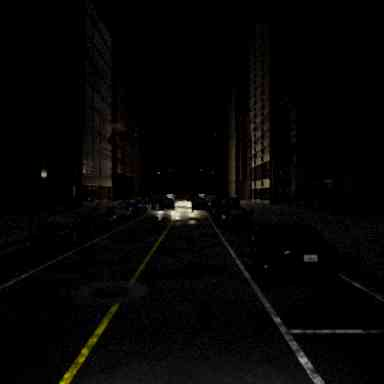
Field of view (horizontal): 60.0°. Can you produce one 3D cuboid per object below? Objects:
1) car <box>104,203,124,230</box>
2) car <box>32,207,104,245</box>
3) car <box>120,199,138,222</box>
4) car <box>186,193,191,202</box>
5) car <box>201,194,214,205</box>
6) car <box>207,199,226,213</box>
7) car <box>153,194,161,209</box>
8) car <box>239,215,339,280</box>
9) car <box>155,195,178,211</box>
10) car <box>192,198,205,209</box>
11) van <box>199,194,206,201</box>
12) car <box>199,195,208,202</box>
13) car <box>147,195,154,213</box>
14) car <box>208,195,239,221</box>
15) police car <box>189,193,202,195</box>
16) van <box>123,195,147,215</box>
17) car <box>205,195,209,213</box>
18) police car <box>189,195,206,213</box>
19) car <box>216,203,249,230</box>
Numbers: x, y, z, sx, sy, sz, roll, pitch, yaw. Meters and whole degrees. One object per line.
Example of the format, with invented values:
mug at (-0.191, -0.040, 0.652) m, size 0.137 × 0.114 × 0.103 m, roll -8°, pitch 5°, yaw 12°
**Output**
car at (-5.775, 1.601, 21.007) m, size 1.802 × 1.307 × 4.206 m, roll 0°, pitch 0°, yaw 0°
car at (-5.772, 1.563, 15.397) m, size 2.008 × 1.369 × 4.403 m, roll 0°, pitch 0°, yaw 0°
car at (-5.779, 1.550, 26.446) m, size 1.752 × 1.417 × 4.829 m, roll 0°, pitch 0°, yaw 0°
car at (-0.045, 1.165, 72.322) m, size 2.150 × 2.045 × 5.566 m, roll 0°, pitch 0°, yaw 0°
car at (2.725, 1.384, 60.289) m, size 2.192 × 1.841 × 5.009 m, roll 0°, pitch 0°, yaw 0°
car at (2.739, 1.565, 38.023) m, size 1.752 × 1.417 × 4.829 m, roll 0°, pitch 0°, yaw 0°
car at (-5.789, 1.361, 43.445) m, size 2.192 × 1.841 × 5.009 m, roll 0°, pitch 0°, yaw 0°
car at (2.757, 1.574, 9.807) m, size 1.947 × 1.339 × 4.313 m, roll 0°, pitch 0°, yaw 0°
car at (-3.114, 1.522, 42.209) m, size 1.882 × 1.535 × 5.008 m, roll 0°, pitch 0°, yaw 0°
car at (0.870, 1.579, 48.413) m, size 1.812 × 1.442 × 4.674 m, roll 0°, pitch 0°, yaw 0°
van at (2.707, 1.451, 88.335) m, size 1.690 × 1.788 × 3.998 m, roll 0°, pitch 0°, yaw 0°
car at (2.714, 1.533, 77.116) m, size 1.967 × 1.590 × 4.097 m, roll 0°, pitch 0°, yaw 0°
car at (-5.786, 1.479, 37.835) m, size 1.967 × 1.590 × 4.097 m, roll 0°, pitch 0°, yaw 0°
car at (2.746, 1.341, 26.634) m, size 2.192 × 1.841 × 5.009 m, roll 0°, pitch 0°, yaw 0°
police car at (0.865, 1.487, 54.523) m, size 1.930 × 1.638 × 5.238 m, roll 0°, pitch 0°, yaw 0°
van at (-5.782, 1.373, 32.226) m, size 1.690 × 1.788 × 3.998 m, roll 0°, pitch 0°, yaw 0°
car at (2.743, 1.348, 32.244) m, size 2.192 × 1.841 × 5.009 m, roll 0°, pitch 0°, yaw 0°
police car at (0.875, 1.466, 38.523) m, size 1.930 × 1.638 × 5.238 m, roll 0°, pitch 0°, yaw 0°
car at (2.750, 1.601, 21.025) m, size 1.802 × 1.307 × 4.206 m, roll 0°, pitch 0°, yaw 0°
